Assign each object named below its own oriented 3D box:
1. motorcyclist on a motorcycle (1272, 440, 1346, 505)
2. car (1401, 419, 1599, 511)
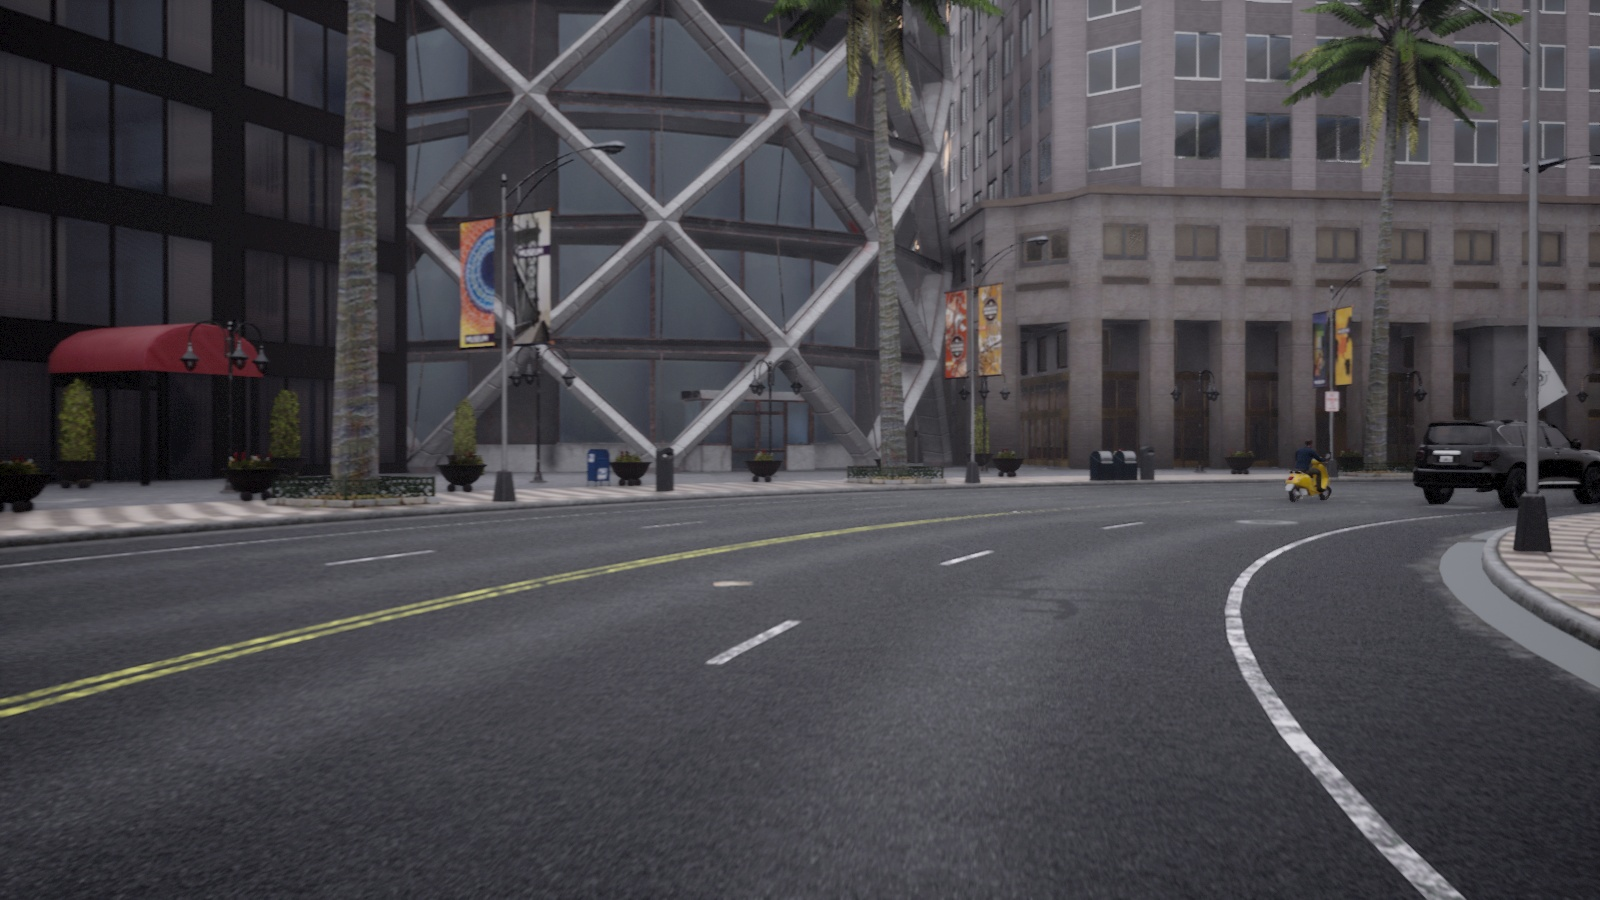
[{"bbox_3d":[12.918,0.544,31.851,1.817,1.590,0.866,0,1,-35],"label":"motorcyclist on a motorcycle"},{"bbox_3d":[17.273,0.325,30.472,5.566,2.045,2.150,0,0,-31],"label":"car"}]
